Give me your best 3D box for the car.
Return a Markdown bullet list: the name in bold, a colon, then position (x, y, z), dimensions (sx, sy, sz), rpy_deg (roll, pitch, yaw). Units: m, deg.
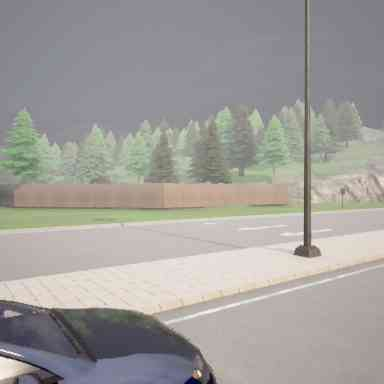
- **car**: position (-1.804, 1.564, 2.469), dimensions (4.181, 1.385, 1.994), rpy_deg (0, 0, -35)
